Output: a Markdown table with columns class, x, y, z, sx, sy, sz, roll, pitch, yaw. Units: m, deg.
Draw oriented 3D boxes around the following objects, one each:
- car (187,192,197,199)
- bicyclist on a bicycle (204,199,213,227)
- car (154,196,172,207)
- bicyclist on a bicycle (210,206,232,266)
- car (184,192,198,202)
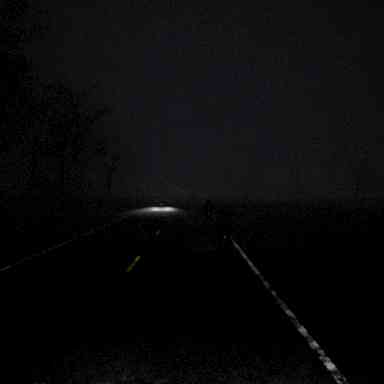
| class | x | y | z | sx | sy | sz | roll | pitch | yaw |
| --- | --- | --- | --- | --- | --- | --- | --- | --- | --- |
| car | -0.013 | 0.776 | 73.705 | 1.994 | 1.385 | 4.181 | 0 | 1 | 0 |
| bicyclist on a bicycle | 0.962 | 1.253 | 19.284 | 0.582 | 1.620 | 1.656 | 0 | 0 | 0 |
| car | -3.599 | 1.166 | 41.649 | 1.895 | 1.301 | 4.718 | 0 | 1 | 0 |
| bicyclist on a bicycle | 0.963 | 1.348 | 10.132 | 0.582 | 1.620 | 1.656 | 0 | 0 | 0 |
| car | 0.092 | 0.955 | 56.568 | 2.033 | 1.411 | 5.357 | 0 | 1 | 0 |
